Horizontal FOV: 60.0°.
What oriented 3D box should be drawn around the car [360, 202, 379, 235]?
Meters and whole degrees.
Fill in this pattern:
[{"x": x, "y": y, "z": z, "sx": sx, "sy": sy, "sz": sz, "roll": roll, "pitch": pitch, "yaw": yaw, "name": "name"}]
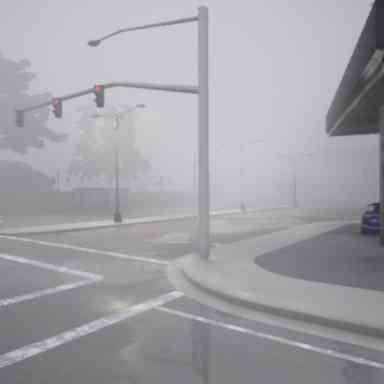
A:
[{"x": 10.197, "y": 1.305, "z": 17.198, "sx": 2.242, "sy": 1.667, "sz": 4.611, "roll": 0, "pitch": 0, "yaw": 37, "name": "car"}]
